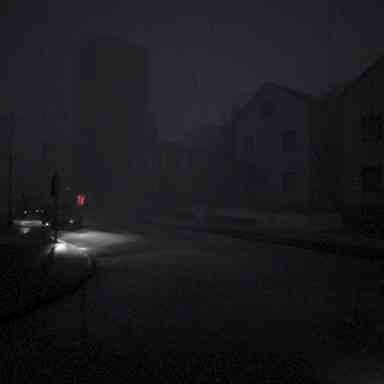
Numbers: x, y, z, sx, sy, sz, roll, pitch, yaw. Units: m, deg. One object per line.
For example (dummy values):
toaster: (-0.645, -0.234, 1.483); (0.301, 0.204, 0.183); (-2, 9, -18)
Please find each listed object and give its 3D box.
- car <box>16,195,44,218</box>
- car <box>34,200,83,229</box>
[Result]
car: (-14.949, 1.290, 31.020); (2.150, 2.045, 5.566); (1, 0, -35)
car: (-8.854, 1.558, 22.482); (2.128, 1.511, 4.902); (1, 0, -36)
